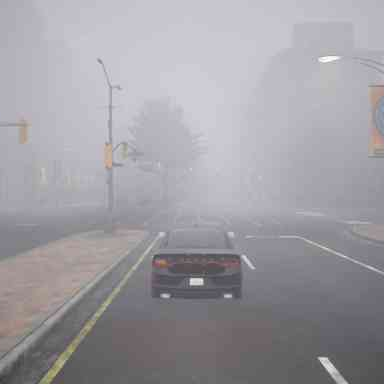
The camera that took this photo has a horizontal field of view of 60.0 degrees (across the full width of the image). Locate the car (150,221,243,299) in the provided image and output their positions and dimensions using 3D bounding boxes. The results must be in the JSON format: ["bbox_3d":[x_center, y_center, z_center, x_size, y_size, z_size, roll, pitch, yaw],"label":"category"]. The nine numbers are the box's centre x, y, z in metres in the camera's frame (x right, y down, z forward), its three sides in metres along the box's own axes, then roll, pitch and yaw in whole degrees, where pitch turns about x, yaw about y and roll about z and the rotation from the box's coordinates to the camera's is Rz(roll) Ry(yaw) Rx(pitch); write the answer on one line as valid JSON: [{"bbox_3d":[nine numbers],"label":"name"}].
[{"bbox_3d":[0.114,1.478,8.512,1.882,1.535,5.008,0,0,1],"label":"car"}]

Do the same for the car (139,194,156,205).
[{"bbox_3d":[-7.843,1.505,56.523,1.837,1.490,4.892,0,0,1],"label":"car"}]

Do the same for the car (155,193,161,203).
[{"bbox_3d":[-7.756,1.526,65.782,1.812,1.442,4.674,0,0,1],"label":"car"}]

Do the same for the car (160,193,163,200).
[{"bbox_3d":[-7.676,1.225,76.533,2.150,2.045,5.566,0,0,0],"label":"car"}]

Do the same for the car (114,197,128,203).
[{"bbox_3d":[-14.463,1.595,67.895,1.895,1.301,4.718,0,0,0],"label":"car"}]
